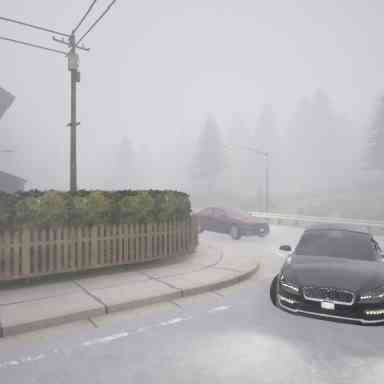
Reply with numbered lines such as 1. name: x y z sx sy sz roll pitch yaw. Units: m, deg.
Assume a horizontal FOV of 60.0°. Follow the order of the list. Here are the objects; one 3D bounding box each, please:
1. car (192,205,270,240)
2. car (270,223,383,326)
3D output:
1. car: 1.882 1.478 17.452 1.882 1.535 5.008 0 0 -33
2. car: 3.182 1.505 7.316 1.837 1.490 4.892 0 0 27
